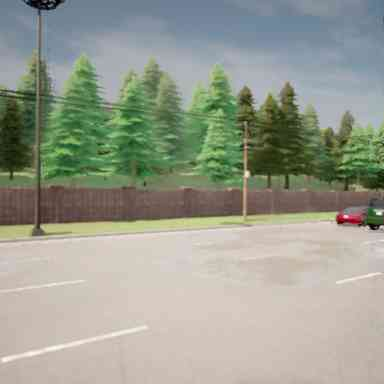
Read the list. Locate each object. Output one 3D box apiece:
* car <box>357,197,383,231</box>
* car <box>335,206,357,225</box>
[{"bbox_3d":[12.962,1.358,20.481,5.566,2.045,2.150,1,0,-33],"label":"car"},{"bbox_3d":[12.433,1.707,24.304,4.181,1.385,1.994,1,0,-33],"label":"car"}]
